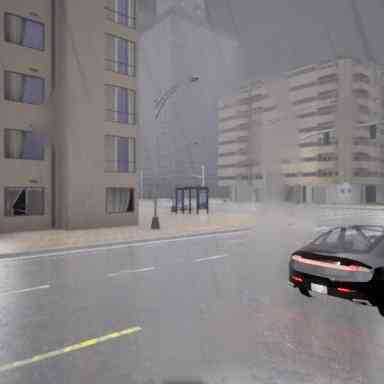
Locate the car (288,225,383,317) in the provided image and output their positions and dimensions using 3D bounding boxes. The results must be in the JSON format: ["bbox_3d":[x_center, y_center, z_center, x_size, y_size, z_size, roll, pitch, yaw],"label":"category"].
[{"bbox_3d":[4.130,1.491,7.394,4.902,1.511,2.128,0,0,-39],"label":"car"}]
